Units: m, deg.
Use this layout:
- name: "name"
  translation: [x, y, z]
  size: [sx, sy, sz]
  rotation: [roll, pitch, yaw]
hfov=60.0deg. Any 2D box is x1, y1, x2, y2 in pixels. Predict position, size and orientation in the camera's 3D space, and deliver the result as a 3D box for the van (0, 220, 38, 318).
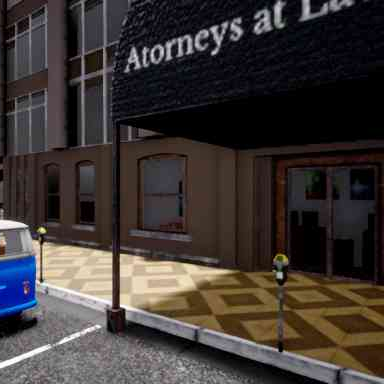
- name: "van"
  translation: [-4.540, 1.341, 6.098]
  size: [3.998, 1.788, 1.690]
  rotation: [0, 0, 35]
